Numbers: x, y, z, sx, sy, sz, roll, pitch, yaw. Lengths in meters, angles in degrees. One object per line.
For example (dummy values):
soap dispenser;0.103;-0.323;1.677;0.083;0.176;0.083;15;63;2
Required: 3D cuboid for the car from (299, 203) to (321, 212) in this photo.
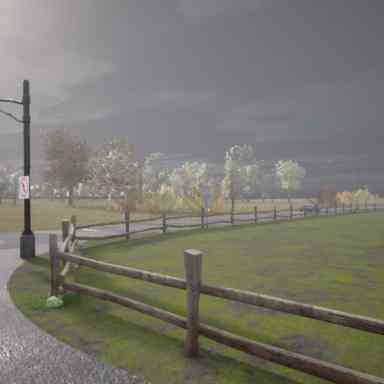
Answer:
car;18.897;2.449;52.982;2.033;1.411;5.357;-1;-2;40
